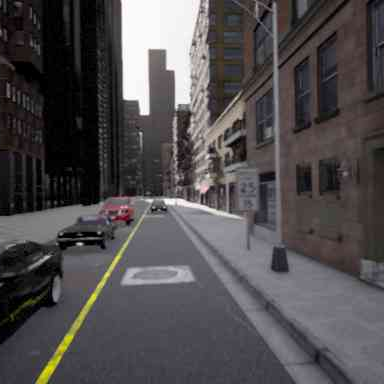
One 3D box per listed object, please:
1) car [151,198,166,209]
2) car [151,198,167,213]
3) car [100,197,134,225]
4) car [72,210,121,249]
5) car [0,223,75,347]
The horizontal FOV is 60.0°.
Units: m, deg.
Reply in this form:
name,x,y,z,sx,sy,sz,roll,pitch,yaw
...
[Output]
name,x,y,z,sx,sy,sz,roll,pitch,yaw
car,-4.987,1.661,49.691,2.128,1.511,4.902,-1,0,-6
car,-3.903,1.753,39.393,1.895,1.301,4.718,-1,0,-6
car,-5.680,1.393,25.606,2.150,2.045,5.566,-1,0,-6
car,-4.592,1.727,15.148,1.895,1.301,4.718,-1,0,-6
car,-3.570,1.558,5.292,1.882,1.535,5.008,-1,0,-5
